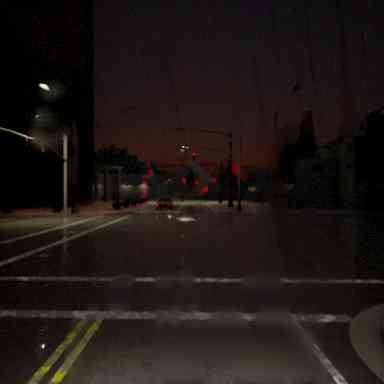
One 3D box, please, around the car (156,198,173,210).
[{"bbox_3d":[-3.470,1.473,42.820,1.882,1.535,5.008,0,0,1],"label":"car"}]
